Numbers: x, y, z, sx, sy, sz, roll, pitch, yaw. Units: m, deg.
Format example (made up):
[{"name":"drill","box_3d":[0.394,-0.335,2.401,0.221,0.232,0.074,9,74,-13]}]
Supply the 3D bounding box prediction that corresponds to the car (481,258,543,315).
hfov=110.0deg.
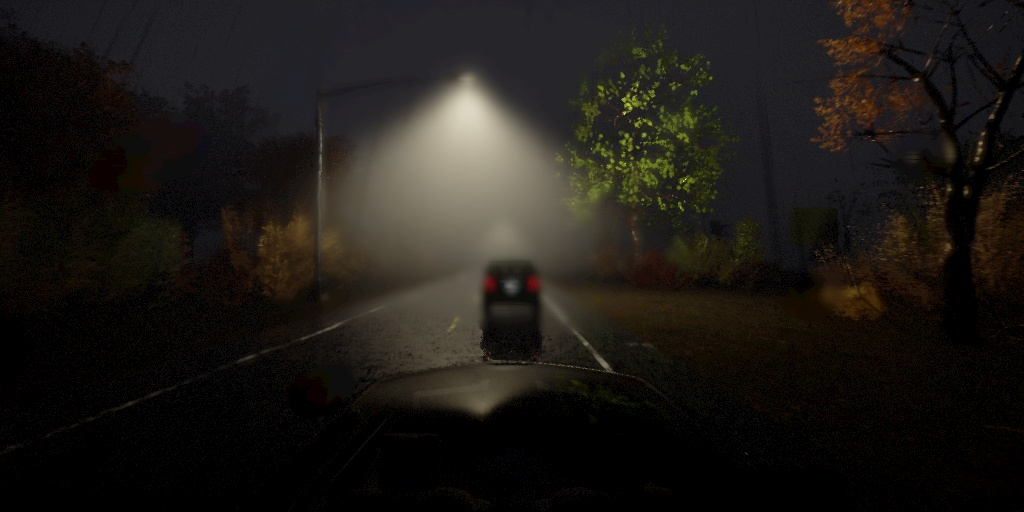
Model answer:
[{"name":"car","box_3d":[-0.001,1.110,14.399,2.150,2.045,5.566,0,0,0]}]
